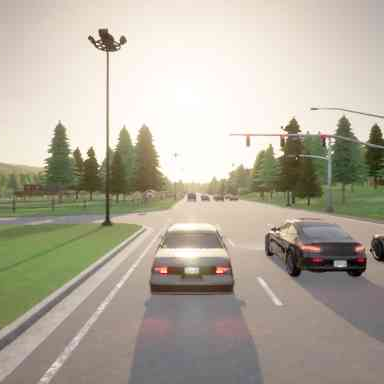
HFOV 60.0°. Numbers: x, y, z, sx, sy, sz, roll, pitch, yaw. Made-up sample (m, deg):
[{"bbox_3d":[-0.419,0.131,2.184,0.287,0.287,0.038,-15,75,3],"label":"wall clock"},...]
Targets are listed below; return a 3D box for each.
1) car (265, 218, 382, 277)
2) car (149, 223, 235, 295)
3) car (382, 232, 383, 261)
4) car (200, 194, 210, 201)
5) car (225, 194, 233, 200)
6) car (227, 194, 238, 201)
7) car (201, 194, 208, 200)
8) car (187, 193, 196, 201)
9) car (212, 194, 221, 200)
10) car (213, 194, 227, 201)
[{"bbox_3d":[3.515,1.526,10.149,1.812,1.442,4.674,0,0,0],"label":"car"},{"bbox_3d":[0.001,1.547,8.871,2.033,1.411,5.357,0,0,0],"label":"car"},{"bbox_3d":[7.004,1.564,9.610,1.994,1.385,4.181,0,0,1],"label":"car"},{"bbox_3d":[3.464,1.531,83.558,2.033,1.411,5.357,0,0,0],"label":"car"},{"bbox_3d":[10.460,1.356,93.981,1.812,1.442,4.674,0,0,0],"label":"car"},{"bbox_3d":[10.464,1.587,84.007,1.895,1.301,4.718,0,0,0],"label":"car"},{"bbox_3d":[3.460,1.310,93.978,1.882,1.535,5.008,0,0,0],"label":"car"},{"bbox_3d":[-0.036,1.217,83.586,2.150,2.045,5.566,0,0,0],"label":"car"},{"bbox_3d":[6.960,1.372,93.979,2.033,1.411,5.357,0,0,0],"label":"car"},{"bbox_3d":[6.964,1.347,83.946,2.097,1.767,4.553,0,0,0],"label":"car"}]
